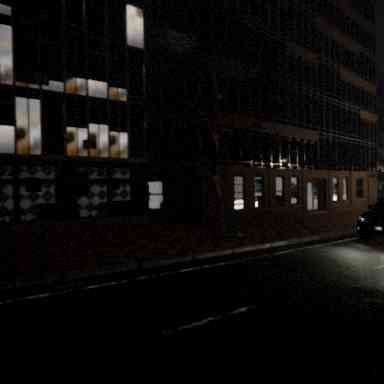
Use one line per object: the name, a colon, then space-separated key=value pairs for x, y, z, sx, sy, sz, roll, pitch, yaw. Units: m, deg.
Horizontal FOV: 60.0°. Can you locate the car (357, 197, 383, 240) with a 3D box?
car: x=9.940 y=1.166 z=15.740 sx=5.566 sy=2.045 sz=2.150 roll=0 pitch=0 yaw=-40
